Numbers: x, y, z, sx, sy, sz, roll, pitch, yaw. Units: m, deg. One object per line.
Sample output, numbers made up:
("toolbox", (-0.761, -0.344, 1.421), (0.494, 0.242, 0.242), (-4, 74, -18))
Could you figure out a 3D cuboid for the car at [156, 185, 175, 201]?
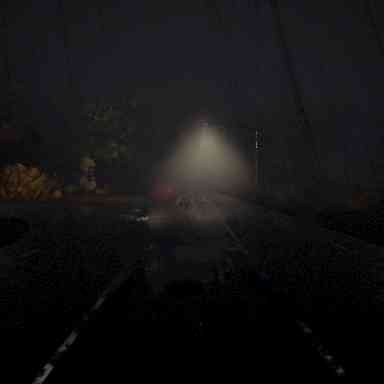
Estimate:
("car", (-3.519, 0.085, 45.090), (2.150, 2.045, 5.566), (0, 1, 0))
